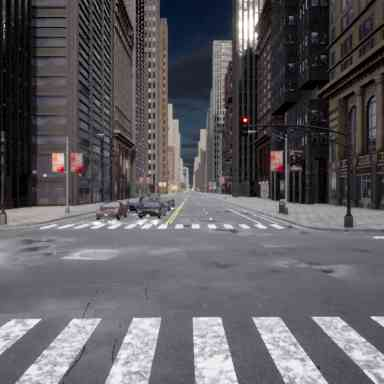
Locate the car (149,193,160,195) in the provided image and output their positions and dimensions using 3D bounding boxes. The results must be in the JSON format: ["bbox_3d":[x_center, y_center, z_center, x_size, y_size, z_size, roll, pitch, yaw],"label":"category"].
[{"bbox_3d":[-6.680,1.170,57.844,2.150,2.045,5.566,0,0,1],"label":"car"}]

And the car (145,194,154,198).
[{"bbox_3d":[-6.696,1.470,47.395,1.837,1.490,4.892,0,0,0],"label":"car"}]

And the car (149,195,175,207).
[{"bbox_3d":[-3.426,1.466,39.222,2.128,1.511,4.902,0,0,0],"label":"car"}]

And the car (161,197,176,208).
[{"bbox_3d":[-3.455,1.510,49.774,2.033,1.411,5.357,0,0,0],"label":"car"}]

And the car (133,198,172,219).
[{"bbox_3d":[-3.383,1.531,29.483,2.033,1.411,5.357,0,0,4],"label":"car"}]

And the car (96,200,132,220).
[{"bbox_3d":[-6.655,1.510,28.047,1.812,1.442,4.674,0,0,0],"label":"car"}]

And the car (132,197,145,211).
[{"bbox_3d":[-6.675,1.577,37.155,1.895,1.301,4.718,0,0,0],"label":"car"}]
